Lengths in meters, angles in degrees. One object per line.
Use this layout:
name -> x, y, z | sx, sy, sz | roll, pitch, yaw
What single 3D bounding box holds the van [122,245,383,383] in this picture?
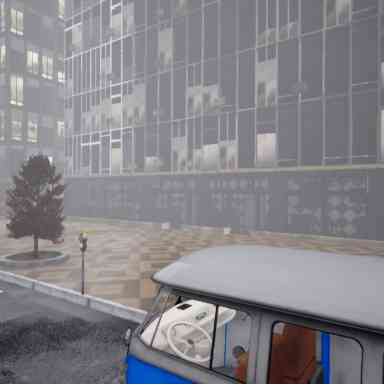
van -> 1.332, 1.341, 1.918 | 3.998, 1.788, 1.690 | 0, 0, 35
